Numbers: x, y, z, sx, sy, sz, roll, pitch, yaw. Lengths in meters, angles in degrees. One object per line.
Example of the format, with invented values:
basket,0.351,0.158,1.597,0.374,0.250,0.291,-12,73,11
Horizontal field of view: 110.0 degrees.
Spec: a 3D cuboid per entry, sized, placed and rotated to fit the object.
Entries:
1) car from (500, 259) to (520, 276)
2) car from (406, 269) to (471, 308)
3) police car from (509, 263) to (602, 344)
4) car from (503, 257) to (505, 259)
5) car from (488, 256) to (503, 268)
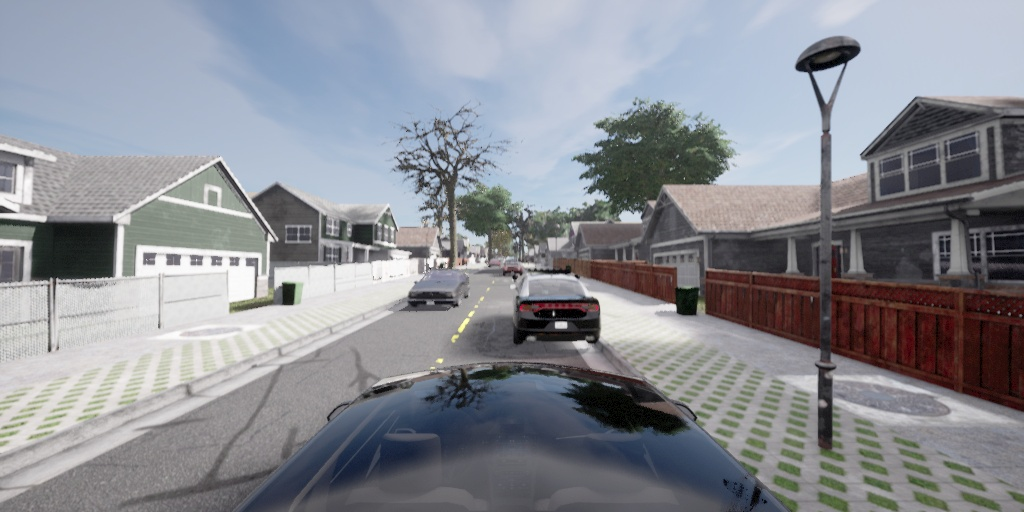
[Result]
car,0.066,1.231,35.096,1.895,1.301,4.718,0,0,0
car,-2.846,1.247,15.165,2.033,1.411,5.357,0,0,0
police car,0.965,1.146,9.623,1.930,1.638,5.238,0,0,0
car,0.039,1.126,49.451,1.837,1.490,4.892,0,0,1
car,-2.811,1.158,57.985,1.812,1.442,4.674,0,0,0
